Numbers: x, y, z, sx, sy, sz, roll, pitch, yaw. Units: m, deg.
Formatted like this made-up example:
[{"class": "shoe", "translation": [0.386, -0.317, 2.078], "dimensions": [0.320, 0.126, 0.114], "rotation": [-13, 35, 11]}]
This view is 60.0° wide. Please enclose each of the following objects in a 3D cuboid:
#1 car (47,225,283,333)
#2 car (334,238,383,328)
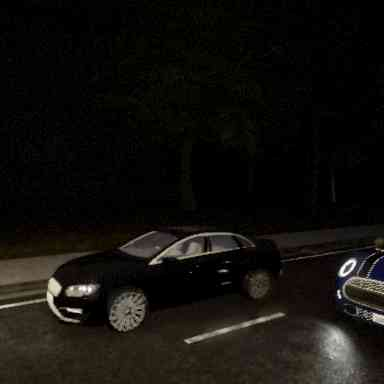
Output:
[{"class": "car", "translation": [-0.287, 1.481, 6.817], "dimensions": [4.902, 1.511, 2.128], "rotation": [0, 0, -34]}, {"class": "car", "translation": [4.763, 1.344, 6.245], "dimensions": [4.553, 1.767, 2.097], "rotation": [0, 0, -33]}]
